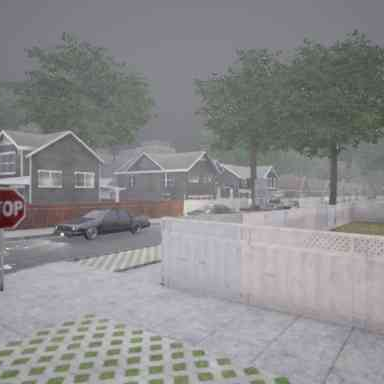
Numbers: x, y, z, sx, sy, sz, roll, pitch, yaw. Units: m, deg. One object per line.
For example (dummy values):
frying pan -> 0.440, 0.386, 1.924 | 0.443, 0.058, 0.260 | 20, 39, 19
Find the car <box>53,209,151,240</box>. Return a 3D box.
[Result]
car -> -4.541, 1.614, 17.751 | 2.033, 1.411, 5.357 | 0, 0, 35

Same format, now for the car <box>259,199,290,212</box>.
car -> 9.261, 1.568, 37.064 | 2.097, 1.767, 4.553 | 0, 0, 36

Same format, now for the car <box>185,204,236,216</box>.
car -> 1.591, 1.678, 26.339 | 2.033, 1.411, 5.357 | 0, 0, 36
